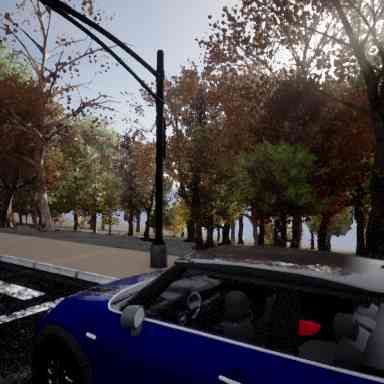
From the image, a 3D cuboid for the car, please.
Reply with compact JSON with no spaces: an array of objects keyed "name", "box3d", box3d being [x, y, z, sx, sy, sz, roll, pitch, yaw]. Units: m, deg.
[{"name":"car","box3d":[0.409,1.352,3.364,4.553,1.767,2.097,0,0,34]}]
